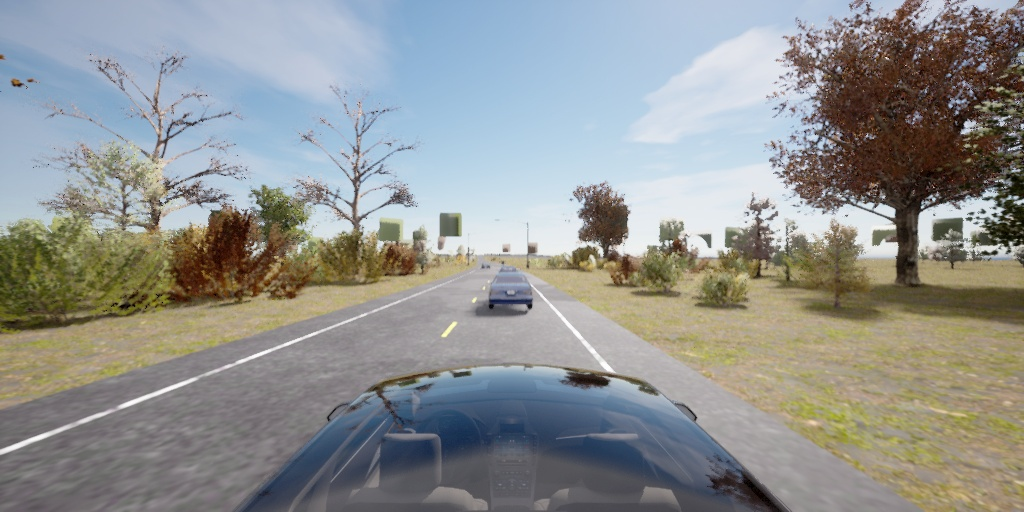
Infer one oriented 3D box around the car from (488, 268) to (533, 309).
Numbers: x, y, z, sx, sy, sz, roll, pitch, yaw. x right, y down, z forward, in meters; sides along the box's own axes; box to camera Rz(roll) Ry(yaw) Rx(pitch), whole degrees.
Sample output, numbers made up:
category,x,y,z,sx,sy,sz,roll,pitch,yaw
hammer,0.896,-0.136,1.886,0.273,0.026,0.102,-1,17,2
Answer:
category,x,y,z,sx,sy,sz,roll,pitch,yaw
car,-0.067,1.436,15.885,2.033,1.411,5.357,0,-1,-1
